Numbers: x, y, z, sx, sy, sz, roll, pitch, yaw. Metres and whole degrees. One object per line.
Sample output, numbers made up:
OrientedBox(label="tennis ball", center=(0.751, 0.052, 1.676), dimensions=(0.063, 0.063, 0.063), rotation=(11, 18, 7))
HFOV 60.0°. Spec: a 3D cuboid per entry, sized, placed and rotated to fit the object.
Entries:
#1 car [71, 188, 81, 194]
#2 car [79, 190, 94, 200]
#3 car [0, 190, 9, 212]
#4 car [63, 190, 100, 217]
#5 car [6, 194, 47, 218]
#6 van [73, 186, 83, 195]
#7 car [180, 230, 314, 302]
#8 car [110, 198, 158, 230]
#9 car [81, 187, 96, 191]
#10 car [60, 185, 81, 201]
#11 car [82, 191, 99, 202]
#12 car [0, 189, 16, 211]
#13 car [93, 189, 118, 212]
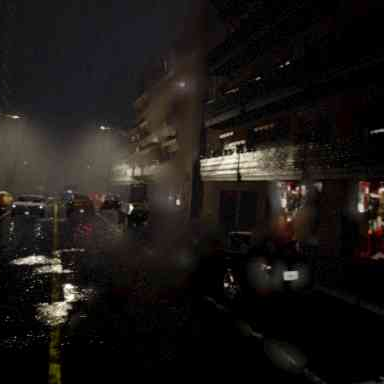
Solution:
OrientedBox(label="car", center=(-26.588, -0.269, 76.343), dimensions=(1.947, 1.339, 4.313), rotation=(3, 0, -22))
OrientedBox(label="car", center=(-15.928, 0.455, 50.199), dimensions=(1.802, 1.307, 4.206), rotation=(3, 0, -22))
OrientedBox(label="car", center=(-13.005, 0.587, 20.885), dimensions=(1.967, 1.590, 4.097), rotation=(3, 0, -22))
OrientedBox(label="car", center=(-8.211, 0.926, 24.386), dimensions=(1.837, 1.490, 4.892), rotation=(3, 1, -22))
OrientedBox(label="car", center=(-10.533, 0.892, 21.694), dimensions=(1.895, 1.301, 4.718), rotation=(3, 0, -22))
OrientedBox(label="van", center=(-24.443, -0.353, 71.112), dimensions=(1.690, 1.788, 3.998), rotation=(3, 0, -22))
OrientedBox(label="car", center=(1.129, 1.600, 8.369), dimensions=(1.947, 1.339, 4.313), rotation=(3, 0, -22))
OrientedBox(label="car", center=(-3.134, 1.292, 18.827), dimensions=(2.008, 1.369, 4.403), rotation=(3, 0, -22))
OrientedBox(label="car", center=(-11.648, 0.478, 39.741), dimensions=(2.192, 1.841, 5.009), rotation=(3, 0, -22))
OrientedBox(label="car", center=(-15.966, 0.114, 43.470), dimensions=(2.150, 2.045, 5.566), rotation=(3, 0, -22))
OrientedBox(label="car", center=(-13.796, 0.600, 44.970), dimensions=(1.802, 1.307, 4.206), rotation=(3, 0, -22))
OrientedBox(label="car", center=(-15.077, 0.531, 25.956), dimensions=(1.752, 1.417, 4.829), rotation=(3, 0, -22))
OrientedBox(label="car", center=(-7.391, 0.892, 29.283), dimensions=(1.967, 1.590, 4.097), rotation=(3, 0, -22))
